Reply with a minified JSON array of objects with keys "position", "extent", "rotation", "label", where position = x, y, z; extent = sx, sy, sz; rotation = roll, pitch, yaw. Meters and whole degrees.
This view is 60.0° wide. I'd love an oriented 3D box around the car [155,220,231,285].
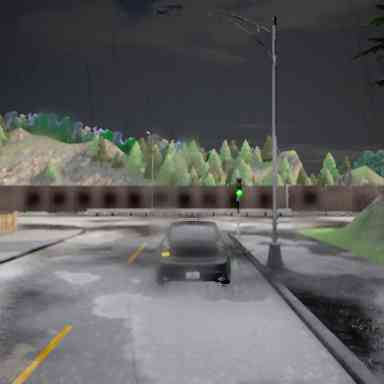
[{"position":[0.040,1.574,9.717],"extent":[1.837,1.490,4.892],"rotation":[0,0,0],"label":"car"}]
